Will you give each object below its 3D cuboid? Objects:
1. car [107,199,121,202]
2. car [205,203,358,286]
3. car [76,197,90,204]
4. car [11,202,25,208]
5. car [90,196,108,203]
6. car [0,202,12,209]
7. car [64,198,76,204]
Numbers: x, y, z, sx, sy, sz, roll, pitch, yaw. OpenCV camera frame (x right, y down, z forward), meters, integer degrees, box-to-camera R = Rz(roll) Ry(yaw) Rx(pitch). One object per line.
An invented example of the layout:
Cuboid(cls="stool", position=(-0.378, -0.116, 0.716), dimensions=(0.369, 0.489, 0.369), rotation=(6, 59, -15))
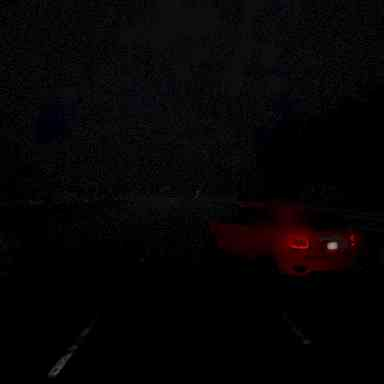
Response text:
Cuboid(cls="car", position=(-17.510, 2.236, 76.911), dimensions=(1.994, 1.385, 4.181), rotation=(0, -1, 0))
Cuboid(cls="car", position=(2.283, 1.326, 10.086), dimensions=(2.150, 2.045, 5.566), rotation=(1, 0, -20))
Cuboid(cls="car", position=(-24.510, 2.040, 76.943), dimensions=(2.097, 1.767, 4.553), rotation=(0, -1, 0))
Cuboid(cls="car", position=(-21.006, 1.953, 38.282), dimensions=(1.837, 1.490, 4.892), rotation=(0, -1, 0))
Cuboid(cls="car", position=(-21.010, 1.909, 76.886), dimensions=(2.150, 2.045, 5.566), rotation=(0, -1, 0))
Cuboid(cls="car", position=(-17.585, 1.843, 27.507), dimensions=(2.033, 1.411, 5.357), rotation=(0, -1, 0))
Cuboid(cls="car", position=(-28.010, 2.162, 76.911), dimensions=(1.882, 1.535, 5.008), rotation=(0, -1, 0))
